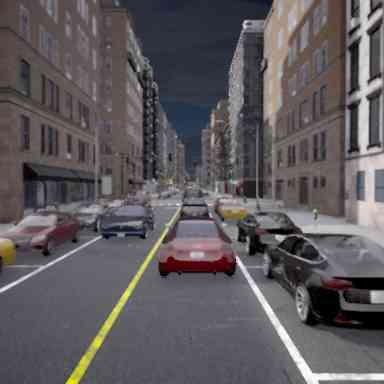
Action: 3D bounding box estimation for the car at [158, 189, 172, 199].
[{"bbox_3d":[-5.196,0.533,60.246,2.008,1.369,4.403,0,1,0],"label":"car"}]

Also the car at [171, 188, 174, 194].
[{"bbox_3d":[-5.178,0.434,65.700,1.887,1.381,4.507,0,1,0],"label":"car"}]

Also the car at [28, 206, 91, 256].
[{"bbox_3d":[-5.354,1.377,12.140,1.802,1.307,4.206,0,1,0],"label":"car"}]

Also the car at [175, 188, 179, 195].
[{"bbox_3d":[-5.107,0.077,87.513,1.947,1.339,4.313,0,1,0],"label":"car"}]

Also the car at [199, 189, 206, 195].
[{"bbox_3d":[2.936,-0.032,92.933,1.887,1.381,4.507,0,1,0],"label":"car"}]

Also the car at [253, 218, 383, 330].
[{"bbox_3d":[2.654,1.456,6.692,1.947,1.339,4.313,0,1,0],"label":"car"}]

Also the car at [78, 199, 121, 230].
[{"bbox_3d":[-5.336,1.256,17.551,2.008,1.369,4.403,0,1,0],"label":"car"}]

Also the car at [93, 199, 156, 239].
[{"bbox_3d":[-2.802,1.283,15.824,2.033,1.411,5.357,0,1,0],"label":"car"}]

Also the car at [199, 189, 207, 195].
[{"bbox_3d":[2.918,-0.042,87.478,1.967,1.590,4.097,0,1,0],"label":"car"}]

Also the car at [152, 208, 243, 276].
[{"bbox_3d":[0.126,1.402,9.773,1.994,1.385,4.181,0,1,0],"label":"car"}]

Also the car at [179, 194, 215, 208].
[{"bbox_3d":[0.168,1.113,22.710,2.128,1.511,4.902,0,1,0],"label":"car"}]

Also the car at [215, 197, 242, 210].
[{"bbox_3d":[2.708,1.143,23.098,1.752,1.417,4.829,0,1,0],"label":"car"}]

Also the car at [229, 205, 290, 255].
[{"bbox_3d":[2.672,1.368,12.104,1.947,1.339,4.313,0,1,0],"label":"car"}]

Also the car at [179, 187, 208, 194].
[{"bbox_3d":[0.103,0.676,32.632,2.150,2.045,5.566,0,1,0],"label":"car"}]

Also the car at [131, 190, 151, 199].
[{"bbox_3d":[-5.282,0.746,33.783,2.192,1.841,5.009,0,1,0],"label":"car"}]

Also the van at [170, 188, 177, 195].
[{"bbox_3d":[-5.089,-0.242,92.962,1.690,1.788,3.998,0,1,0],"label":"van"}]

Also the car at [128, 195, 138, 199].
[{"bbox_3d":[-5.318,1.165,22.963,2.008,1.369,4.403,0,1,0],"label":"car"}]

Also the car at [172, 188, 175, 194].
[{"bbox_3d":[-5.161,0.323,70.982,1.752,1.417,4.829,0,1,0],"label":"car"}]

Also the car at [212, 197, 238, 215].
[{"bbox_3d":[2.725,1.110,28.341,1.802,1.307,4.206,0,1,0],"label":"car"}]

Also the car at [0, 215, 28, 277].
[{"bbox_3d":[-5.372,1.412,6.557,1.752,1.417,4.829,0,1,0],"label":"car"}]
